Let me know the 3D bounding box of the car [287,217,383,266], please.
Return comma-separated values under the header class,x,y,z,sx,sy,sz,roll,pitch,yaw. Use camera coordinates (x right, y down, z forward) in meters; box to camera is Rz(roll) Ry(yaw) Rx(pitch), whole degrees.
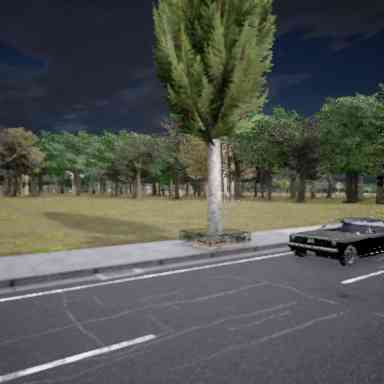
class,x,y,z,sx,sy,sz,roll,pitch,yaw
car,5.445,1.559,11.438,4.718,1.301,1.895,0,0,-35
